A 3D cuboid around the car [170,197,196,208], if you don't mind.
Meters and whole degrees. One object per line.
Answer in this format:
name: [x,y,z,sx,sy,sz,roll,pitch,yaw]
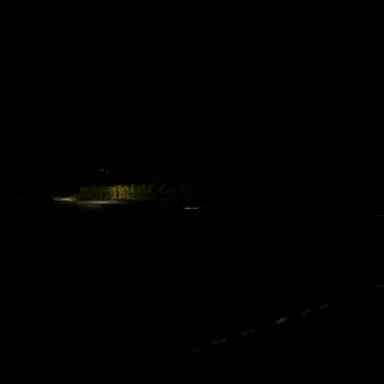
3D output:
car: [-1.365,1.477,47.711,1.837,1.490,4.892,-1,1,-35]
